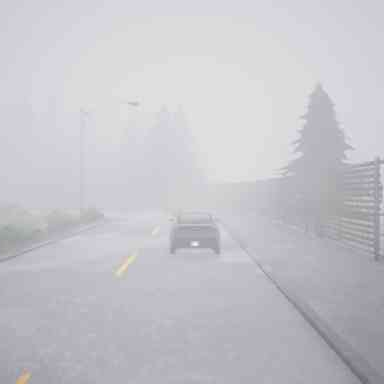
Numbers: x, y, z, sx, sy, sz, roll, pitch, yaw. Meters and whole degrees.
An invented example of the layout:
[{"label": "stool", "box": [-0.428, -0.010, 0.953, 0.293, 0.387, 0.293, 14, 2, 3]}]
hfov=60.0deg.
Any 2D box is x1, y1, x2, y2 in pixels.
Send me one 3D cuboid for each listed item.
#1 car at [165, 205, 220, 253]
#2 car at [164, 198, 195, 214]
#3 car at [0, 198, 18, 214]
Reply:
[{"label": "car", "box": [0.103, 1.501, 13.665, 1.837, 1.490, 4.892, 0, 0, 0]}, {"label": "car", "box": [-1.131, 1.346, 30.915, 2.097, 1.767, 4.553, 0, 0, -18]}, {"label": "car", "box": [-19.693, 1.344, 33.354, 4.553, 1.767, 2.097, 0, 0, 0]}]
